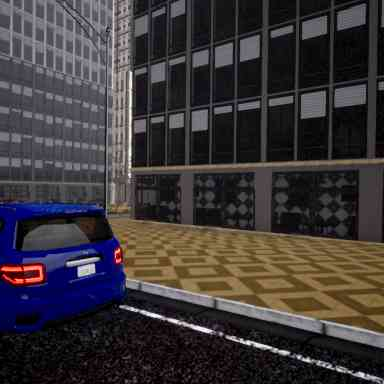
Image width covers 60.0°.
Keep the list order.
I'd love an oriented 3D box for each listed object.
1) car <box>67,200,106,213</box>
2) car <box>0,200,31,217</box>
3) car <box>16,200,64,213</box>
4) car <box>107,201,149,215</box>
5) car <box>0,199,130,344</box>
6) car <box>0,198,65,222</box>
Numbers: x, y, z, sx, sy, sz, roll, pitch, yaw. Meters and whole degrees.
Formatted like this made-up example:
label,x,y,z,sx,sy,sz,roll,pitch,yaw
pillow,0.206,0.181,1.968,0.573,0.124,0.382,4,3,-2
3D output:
label,x,y,z,sx,sy,sz,roll,pitch,yaw
car,-12.939,1.762,40.950,1.994,1.385,4.181,1,0,36
car,-18.860,1.616,32.917,1.837,1.490,4.892,1,0,36
car,-17.660,1.643,38.916,1.752,1.417,4.829,1,0,36
car,-7.364,1.830,38.752,1.752,1.417,4.829,1,0,36
car,-3.716,1.218,6.333,5.566,2.045,2.150,0,0,35
car,-14.162,1.519,29.541,2.192,1.841,5.009,1,0,36
